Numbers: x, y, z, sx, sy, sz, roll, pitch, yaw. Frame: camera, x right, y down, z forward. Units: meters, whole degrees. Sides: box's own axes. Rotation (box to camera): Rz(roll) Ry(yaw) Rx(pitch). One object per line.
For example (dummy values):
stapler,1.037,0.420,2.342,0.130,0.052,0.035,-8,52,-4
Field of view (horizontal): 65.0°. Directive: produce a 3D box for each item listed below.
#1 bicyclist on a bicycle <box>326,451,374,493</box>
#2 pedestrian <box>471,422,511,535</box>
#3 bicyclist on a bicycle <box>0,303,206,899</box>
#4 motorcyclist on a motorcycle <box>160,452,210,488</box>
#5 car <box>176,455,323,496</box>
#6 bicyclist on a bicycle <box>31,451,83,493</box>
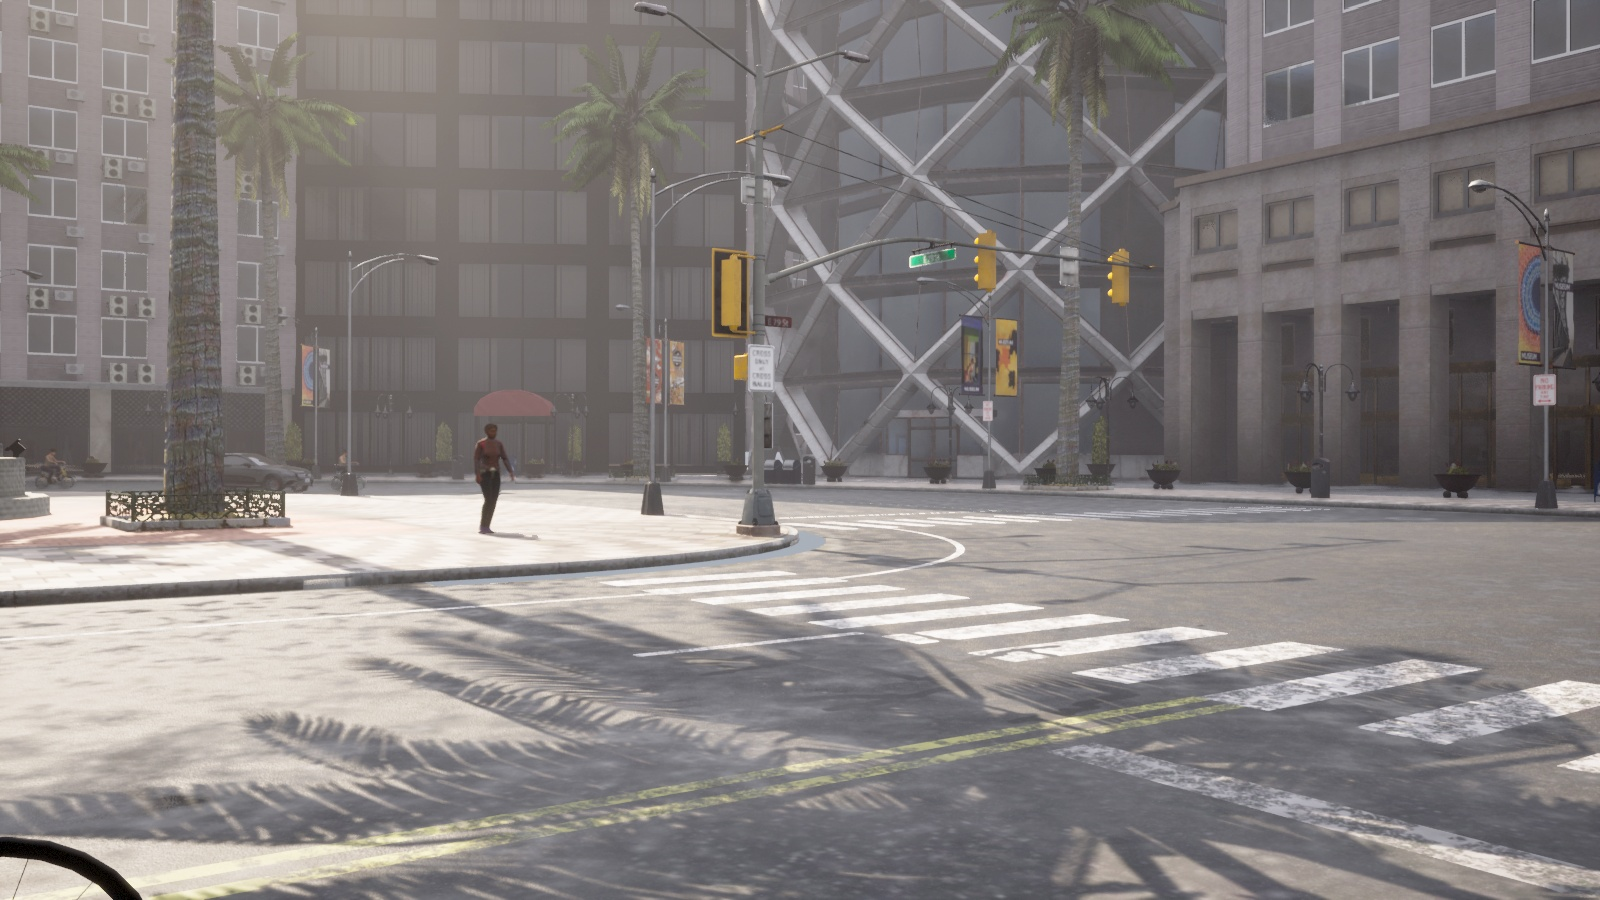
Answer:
bicyclist on a bicycle,-17.377,0.837,48.514,1.509,1.612,0.866,0,0,15
pedestrian,-5.054,0.462,20.528,0.328,1.805,0.869,0,0,-36
bicyclist on a bicycle,-2.110,0.625,2.206,1.843,1.776,0.659,0,0,-35
motorcyclist on a motorcycle,-27.770,0.896,56.717,1.817,1.590,0.866,0,0,0
car,-19.947,0.924,45.560,4.674,1.442,1.812,0,0,10
bicyclist on a bicycle,-29.369,0.865,49.655,1.509,1.612,0.866,0,0,-3
